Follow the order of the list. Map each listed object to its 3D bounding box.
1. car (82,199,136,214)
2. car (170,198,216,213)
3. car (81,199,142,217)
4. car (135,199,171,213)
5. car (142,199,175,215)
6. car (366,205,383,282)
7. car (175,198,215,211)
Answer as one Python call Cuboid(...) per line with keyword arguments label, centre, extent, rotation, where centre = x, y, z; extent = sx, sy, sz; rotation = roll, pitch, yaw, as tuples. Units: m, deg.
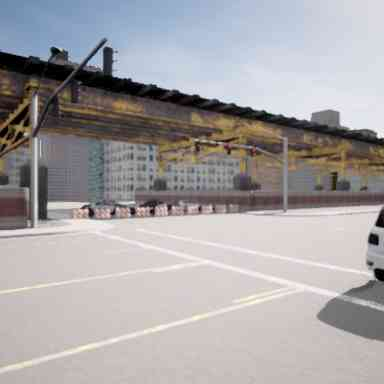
Cuboid(label="car", centre=(-7.649, 1.313, 30.923), extent=(4.536, 1.218, 1.853), rotation=(0, 0, 8))
Cuboid(label="car", centre=(0.059, 1.486, 37.359), extent=(4.974, 1.542, 2.038), rotation=(0, 0, -7))
Cuboid(label="car", centre=(-7.598, 1.471, 30.916), extent=(4.974, 1.542, 2.038), rotation=(0, 0, 8))
Cuboid(label="car", centre=(-3.836, 1.320, 33.650), extent=(1.853, 1.218, 4.536), rotation=(0, 0, 18))
Cuboid(label="car", centre=(-3.852, 1.478, 33.600), extent=(2.038, 1.542, 4.974), rotation=(0, 0, 18))
Cuboid(label="car", centre=(6.675, 1.239, 8.509), extent=(5.566, 2.045, 2.150), rotation=(0, 0, -35))
Cuboid(label="car", centre=(0.008, 1.328, 37.352), extent=(4.536, 1.218, 1.853), rotation=(0, 0, -7))
